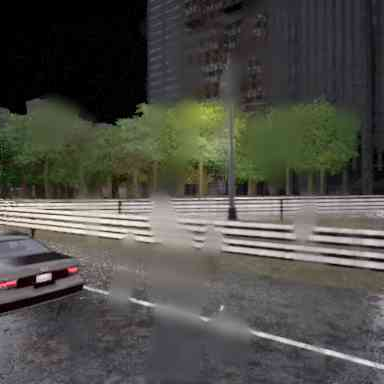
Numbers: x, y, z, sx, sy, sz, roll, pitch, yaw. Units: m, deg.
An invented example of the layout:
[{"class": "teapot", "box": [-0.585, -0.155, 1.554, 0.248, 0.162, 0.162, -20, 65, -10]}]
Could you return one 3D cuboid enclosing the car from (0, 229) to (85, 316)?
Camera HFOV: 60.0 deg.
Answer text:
[{"class": "car", "box": [-4.625, 1.539, 7.270, 5.357, 1.411, 2.033, 0, 0, 36]}]
